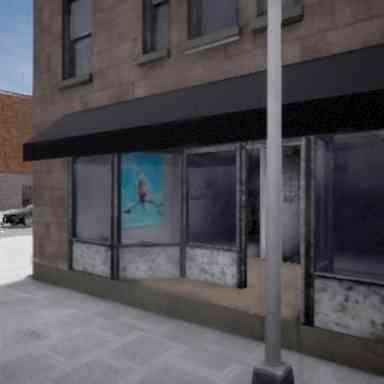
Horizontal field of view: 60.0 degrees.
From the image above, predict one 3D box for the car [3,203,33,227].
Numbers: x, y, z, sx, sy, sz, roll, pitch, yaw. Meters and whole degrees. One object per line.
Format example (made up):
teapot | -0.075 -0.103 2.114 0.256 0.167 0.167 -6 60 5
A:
car | -9.234 1.221 21.115 1.882 1.535 5.008 0 2 35
